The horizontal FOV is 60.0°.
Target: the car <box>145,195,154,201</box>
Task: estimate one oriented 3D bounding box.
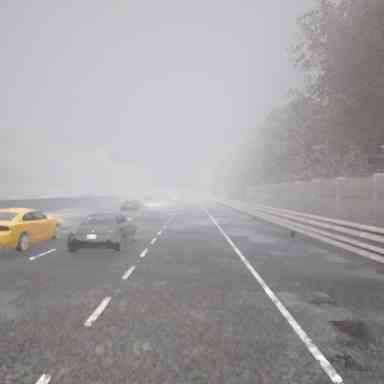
[{"bbox_3d":[-10.520,1.371,82.572,1.882,1.535,5.008,1,0,0],"label":"car"}]

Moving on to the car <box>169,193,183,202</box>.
[{"bbox_3d":[-3.517,1.495,72.745,1.812,1.442,4.674,1,0,0],"label":"car"}]

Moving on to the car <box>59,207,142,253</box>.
[{"bbox_3d":[-3.496,1.526,13.591,1.994,1.385,4.181,1,0,0],"label":"car"}]

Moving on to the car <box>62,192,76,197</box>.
[{"bbox_3d":[-28.013,0.831,77.649,1.812,1.442,4.674,1,0,0],"label":"car"}]

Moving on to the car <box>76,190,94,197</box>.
[{"bbox_3d":[-24.510,0.572,77.621,2.150,2.045,5.566,1,0,0],"label":"car"}]

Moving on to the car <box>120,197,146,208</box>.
[{"bbox_3d":[-7.005,1.489,38.676,1.994,1.385,4.181,1,0,0],"label":"car"}]

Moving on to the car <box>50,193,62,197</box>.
[{"bbox_3d":[-31.513,0.791,77.648,1.812,1.442,4.674,1,0,0],"label":"car"}]

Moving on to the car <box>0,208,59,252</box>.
[{"bbox_3d":[-6.996,1.400,13.469,1.882,1.535,5.008,1,0,0],"label":"car"}]
